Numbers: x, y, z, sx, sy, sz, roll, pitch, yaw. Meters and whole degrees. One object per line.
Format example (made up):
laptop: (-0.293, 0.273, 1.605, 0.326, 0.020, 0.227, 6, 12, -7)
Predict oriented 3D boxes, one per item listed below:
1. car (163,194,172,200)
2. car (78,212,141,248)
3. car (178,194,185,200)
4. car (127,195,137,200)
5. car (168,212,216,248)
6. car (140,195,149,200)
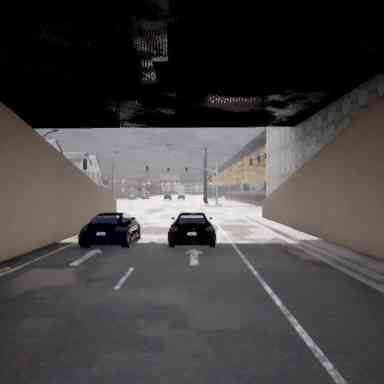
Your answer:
car: (-6.166, 1.291, 85.135, 1.882, 1.535, 5.008, 0, 0, 1)
car: (-3.500, 1.570, 14.775, 1.994, 1.385, 4.181, 0, 0, 0)
car: (-2.667, 1.313, 85.048, 1.837, 1.490, 4.892, 0, 0, 1)
car: (-16.508, 1.517, 91.550, 1.812, 1.442, 4.674, 0, 0, 1)
car: (0.000, 1.570, 14.775, 1.994, 1.385, 4.181, 0, 0, 0)
car: (-13.009, 1.493, 91.462, 1.837, 1.490, 4.892, 0, 0, 1)
